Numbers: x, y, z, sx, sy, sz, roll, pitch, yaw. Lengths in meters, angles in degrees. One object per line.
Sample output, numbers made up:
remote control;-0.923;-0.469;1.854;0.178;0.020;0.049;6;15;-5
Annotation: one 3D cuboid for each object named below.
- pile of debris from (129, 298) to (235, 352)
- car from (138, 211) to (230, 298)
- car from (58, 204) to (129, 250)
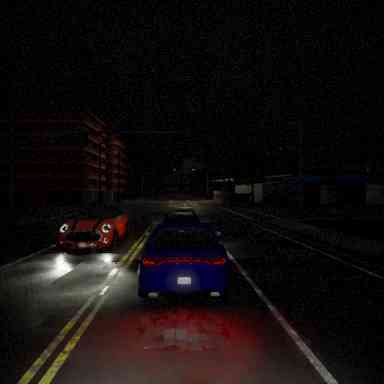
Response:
pile of debris;-0.176;2.178;5.629;1.500;0.140;1.860;0;0;-2
car;-0.217;1.482;8.601;1.882;1.535;5.008;0;0;-2
car;-4.079;1.359;14.392;2.097;1.767;4.553;0;0;-2
